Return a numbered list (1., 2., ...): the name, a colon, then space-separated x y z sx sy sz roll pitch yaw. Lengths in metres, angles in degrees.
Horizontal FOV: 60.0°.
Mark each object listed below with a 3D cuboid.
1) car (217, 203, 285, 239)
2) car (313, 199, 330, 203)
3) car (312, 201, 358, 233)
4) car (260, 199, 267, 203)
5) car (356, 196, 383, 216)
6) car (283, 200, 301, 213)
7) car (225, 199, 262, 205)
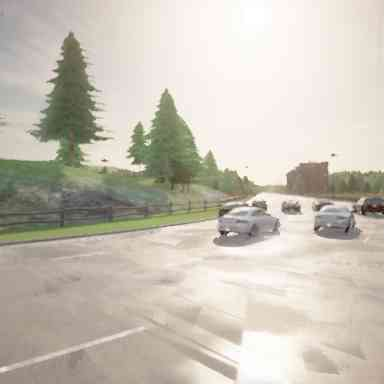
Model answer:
1. car: 3.051 1.532 17.605 1.812 1.442 4.674 0 0 36
2. car: 14.463 1.477 36.713 1.812 1.442 4.674 0 0 14
3. car: 8.443 1.496 19.647 1.812 1.442 4.674 0 0 31
4. car: 8.643 1.567 42.571 1.994 1.385 4.181 0 0 13
5. car: 17.023 1.278 32.118 2.097 1.767 4.553 0 0 14
6. car: 11.063 1.578 37.314 1.895 1.301 4.718 0 0 13
7. car: 3.528 1.520 25.167 1.837 1.490 4.892 0 0 27
